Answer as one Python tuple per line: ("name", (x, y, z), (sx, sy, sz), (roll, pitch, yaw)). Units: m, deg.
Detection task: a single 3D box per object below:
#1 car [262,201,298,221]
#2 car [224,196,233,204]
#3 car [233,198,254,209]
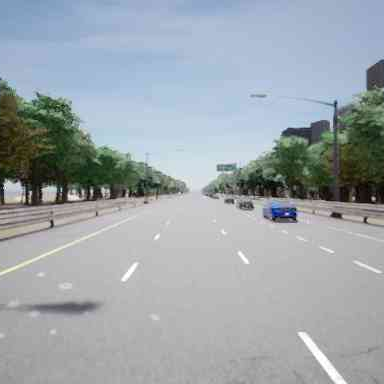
("car", (7.040, 1.508, 27.082), (1.882, 1.535, 5.008), (0, 0, 0))
("car", (7.229, 1.576, 64.846), (1.812, 1.442, 4.674), (0, 0, 0))
("car", (7.109, 1.563, 44.830), (1.812, 1.442, 4.674), (0, 0, 0))
